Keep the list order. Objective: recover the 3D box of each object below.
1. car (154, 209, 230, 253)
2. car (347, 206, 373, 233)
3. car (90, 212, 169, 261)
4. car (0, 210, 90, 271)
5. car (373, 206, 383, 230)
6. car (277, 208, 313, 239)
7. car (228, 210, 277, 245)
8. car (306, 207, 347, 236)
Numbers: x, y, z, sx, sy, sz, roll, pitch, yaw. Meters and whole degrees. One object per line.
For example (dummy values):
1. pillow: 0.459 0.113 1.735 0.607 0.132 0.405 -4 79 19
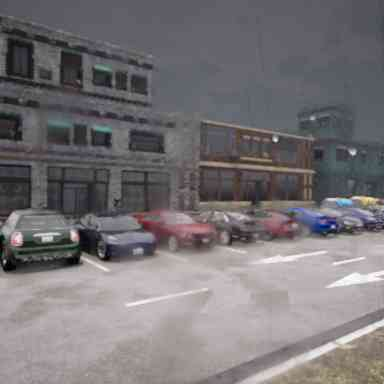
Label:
1. car: -0.911 1.569 14.599 2.097 1.535 5.008 1 0 -35
2. car: 8.252 1.717 21.111 2.231 1.521 4.892 1 -1 -35
3. car: -3.156 1.565 12.962 2.163 1.488 4.792 1 0 -35
4. car: -5.415 1.377 11.359 2.185 1.767 4.553 1 0 -36
5. car: 10.419 1.793 22.641 2.002 1.452 4.674 1 -1 -35
6. car: 3.605 1.669 17.838 2.163 1.488 4.792 1 -1 -35
7. car: 1.362 1.605 16.200 2.231 1.521 4.892 1 -1 -35
8. car: 5.993 1.678 19.492 2.097 1.535 5.008 1 -1 -35
